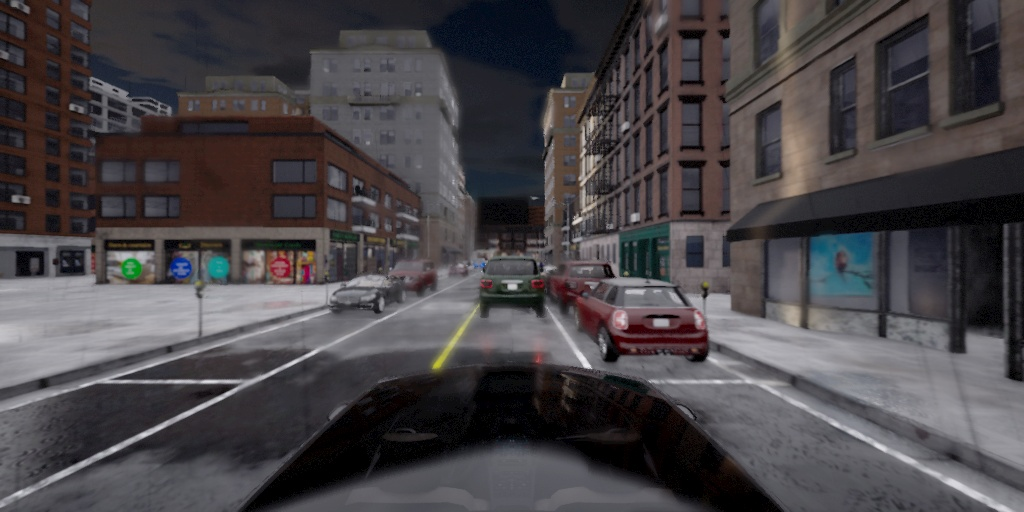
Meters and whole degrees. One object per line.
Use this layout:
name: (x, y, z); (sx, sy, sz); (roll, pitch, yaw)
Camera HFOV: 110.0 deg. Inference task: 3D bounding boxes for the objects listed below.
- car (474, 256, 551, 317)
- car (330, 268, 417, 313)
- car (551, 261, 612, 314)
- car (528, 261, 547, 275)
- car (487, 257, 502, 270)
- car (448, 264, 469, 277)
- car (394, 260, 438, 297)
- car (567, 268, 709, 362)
car: (0.038, 1.010, 13.423); (2.150, 2.045, 5.566); (0, 0, 0)
car: (-5.385, 1.339, 13.936); (2.007, 1.370, 4.403); (0, 0, 0)
car: (2.640, 1.103, 13.934); (2.192, 1.841, 5.009); (0, 0, 0)
car: (3.024, 1.357, 43.281); (1.882, 1.535, 5.008); (0, 0, 0)
car: (-2.790, 1.154, 59.715); (2.150, 2.045, 5.566); (0, 0, 1)
car: (-5.380, 1.441, 36.584); (1.802, 1.307, 4.207); (0, 0, 0)
car: (-5.383, 1.120, 19.598); (2.192, 1.841, 5.009); (0, 0, 0)
car: (2.639, 1.210, 8.272); (1.967, 1.591, 4.097); (0, 0, 0)
